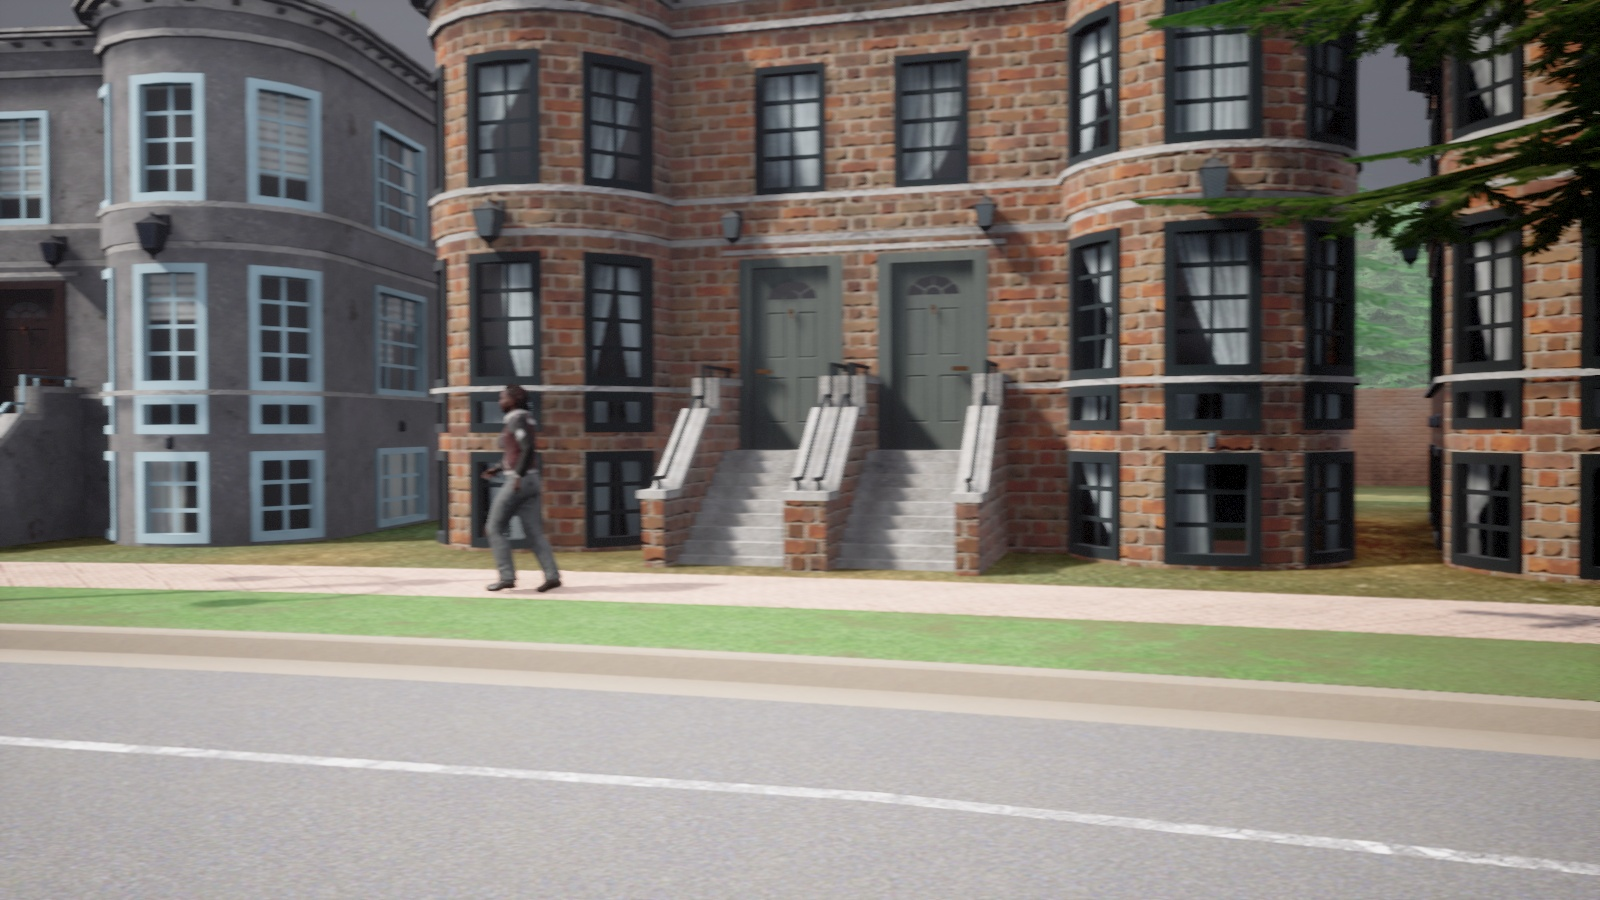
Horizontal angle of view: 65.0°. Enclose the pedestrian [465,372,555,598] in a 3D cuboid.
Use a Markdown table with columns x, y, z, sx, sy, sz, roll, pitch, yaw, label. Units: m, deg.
| x | y | z | sx | sy | sz | roll | pitch | yaw | label |
| --- | --- | --- | --- | --- | --- | --- | --- | --- | --- |
| -2.522 | 0.293 | 10.941 | 0.666 | 1.930 | 0.402 | 0 | 1 | 9 | pedestrian |
